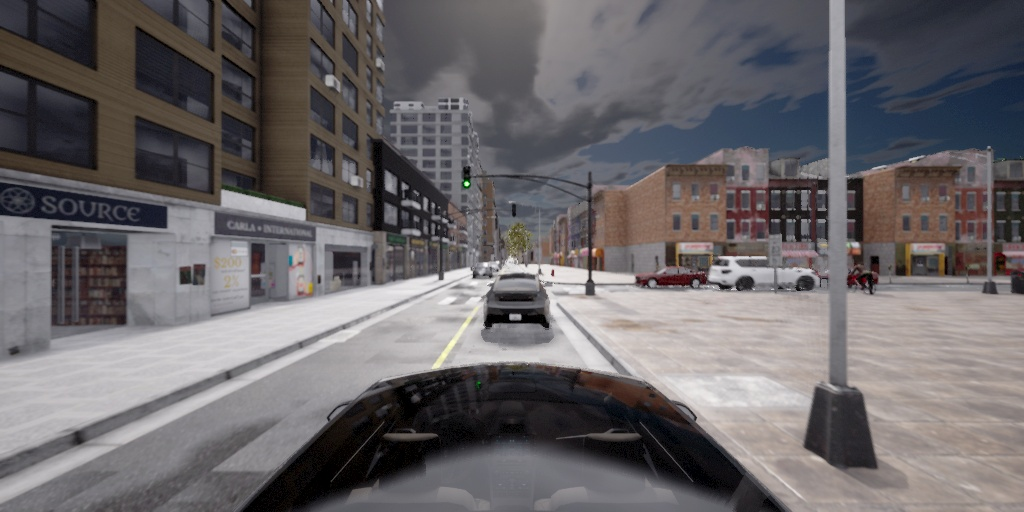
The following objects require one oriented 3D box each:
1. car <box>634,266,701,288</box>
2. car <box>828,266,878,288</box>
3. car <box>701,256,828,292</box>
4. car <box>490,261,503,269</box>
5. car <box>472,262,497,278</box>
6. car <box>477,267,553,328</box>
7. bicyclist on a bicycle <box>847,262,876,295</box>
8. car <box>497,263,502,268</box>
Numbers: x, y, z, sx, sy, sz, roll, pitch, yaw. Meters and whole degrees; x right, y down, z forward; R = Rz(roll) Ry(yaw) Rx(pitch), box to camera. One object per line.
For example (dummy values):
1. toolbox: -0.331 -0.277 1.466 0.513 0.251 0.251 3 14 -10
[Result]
1. car: 10.364 1.370 23.571 4.507 1.381 1.888 0 0 0
2. car: 21.292 1.359 23.564 4.507 1.381 1.888 0 0 0
3. car: 14.594 1.039 21.015 5.566 2.045 2.150 0 0 2
4. car: -2.795 1.695 65.159 1.994 1.385 4.181 0 -1 0
5. car: -2.863 1.403 35.714 2.128 1.511 4.902 0 0 -1
6. car: 0.242 1.291 11.520 1.837 1.490 4.892 0 0 4
7. bicyclist on a bicycle: 17.375 1.108 17.924 0.582 1.620 1.656 0 0 0
8. car: -2.849 1.531 50.534 1.812 1.442 4.674 0 -1 1
